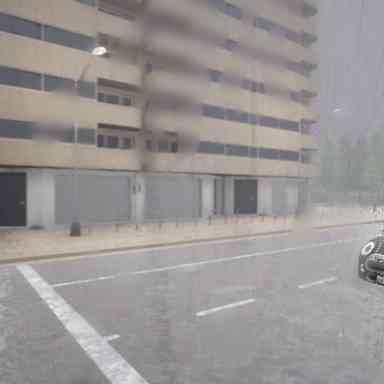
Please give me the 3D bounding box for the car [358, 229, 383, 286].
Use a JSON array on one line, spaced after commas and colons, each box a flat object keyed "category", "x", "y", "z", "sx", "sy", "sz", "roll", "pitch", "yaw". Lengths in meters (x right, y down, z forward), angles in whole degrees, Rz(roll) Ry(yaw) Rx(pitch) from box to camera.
[{"category": "car", "x": 6.199, "y": 1.352, "z": 8.410, "sx": 4.553, "sy": 1.767, "sz": 2.097, "roll": 0, "pitch": 0, "yaw": -35}]
